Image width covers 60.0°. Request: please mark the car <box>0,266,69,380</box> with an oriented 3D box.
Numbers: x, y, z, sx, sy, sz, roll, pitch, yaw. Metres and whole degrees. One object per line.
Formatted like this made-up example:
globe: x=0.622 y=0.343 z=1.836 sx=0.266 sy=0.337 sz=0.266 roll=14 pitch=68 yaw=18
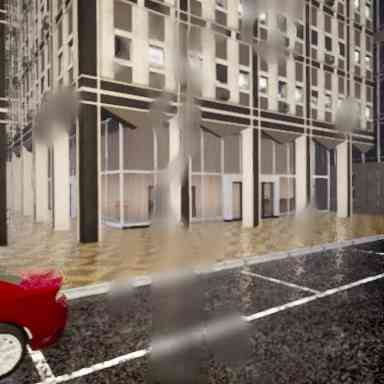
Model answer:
car: x=-3.817 y=1.555 z=3.835 sx=4.507 sy=1.381 sz=1.887 roll=-1 pitch=0 yaw=-35
